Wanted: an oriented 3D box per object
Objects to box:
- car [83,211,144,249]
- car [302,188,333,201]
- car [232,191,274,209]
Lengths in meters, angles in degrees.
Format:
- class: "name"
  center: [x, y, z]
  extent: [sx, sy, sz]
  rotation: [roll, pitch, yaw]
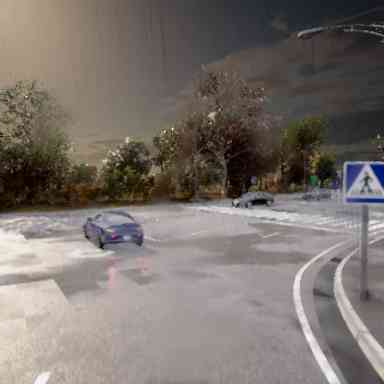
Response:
- class: "car"
  center: [-3.615, 1.568, 15.002]
  extent: [1.812, 1.442, 4.674]
  rotation: [1, 1, -28]
- class: "car"
  center: [14.977, 0.257, 39.646]
  extent: [4.181, 1.385, 1.994]
  rotation: [-4, 4, -39]
- class: "car"
  center: [5.956, 0.723, 32.415]
  extent: [4.902, 1.511, 2.128]
  rotation: [-3, 4, -38]
